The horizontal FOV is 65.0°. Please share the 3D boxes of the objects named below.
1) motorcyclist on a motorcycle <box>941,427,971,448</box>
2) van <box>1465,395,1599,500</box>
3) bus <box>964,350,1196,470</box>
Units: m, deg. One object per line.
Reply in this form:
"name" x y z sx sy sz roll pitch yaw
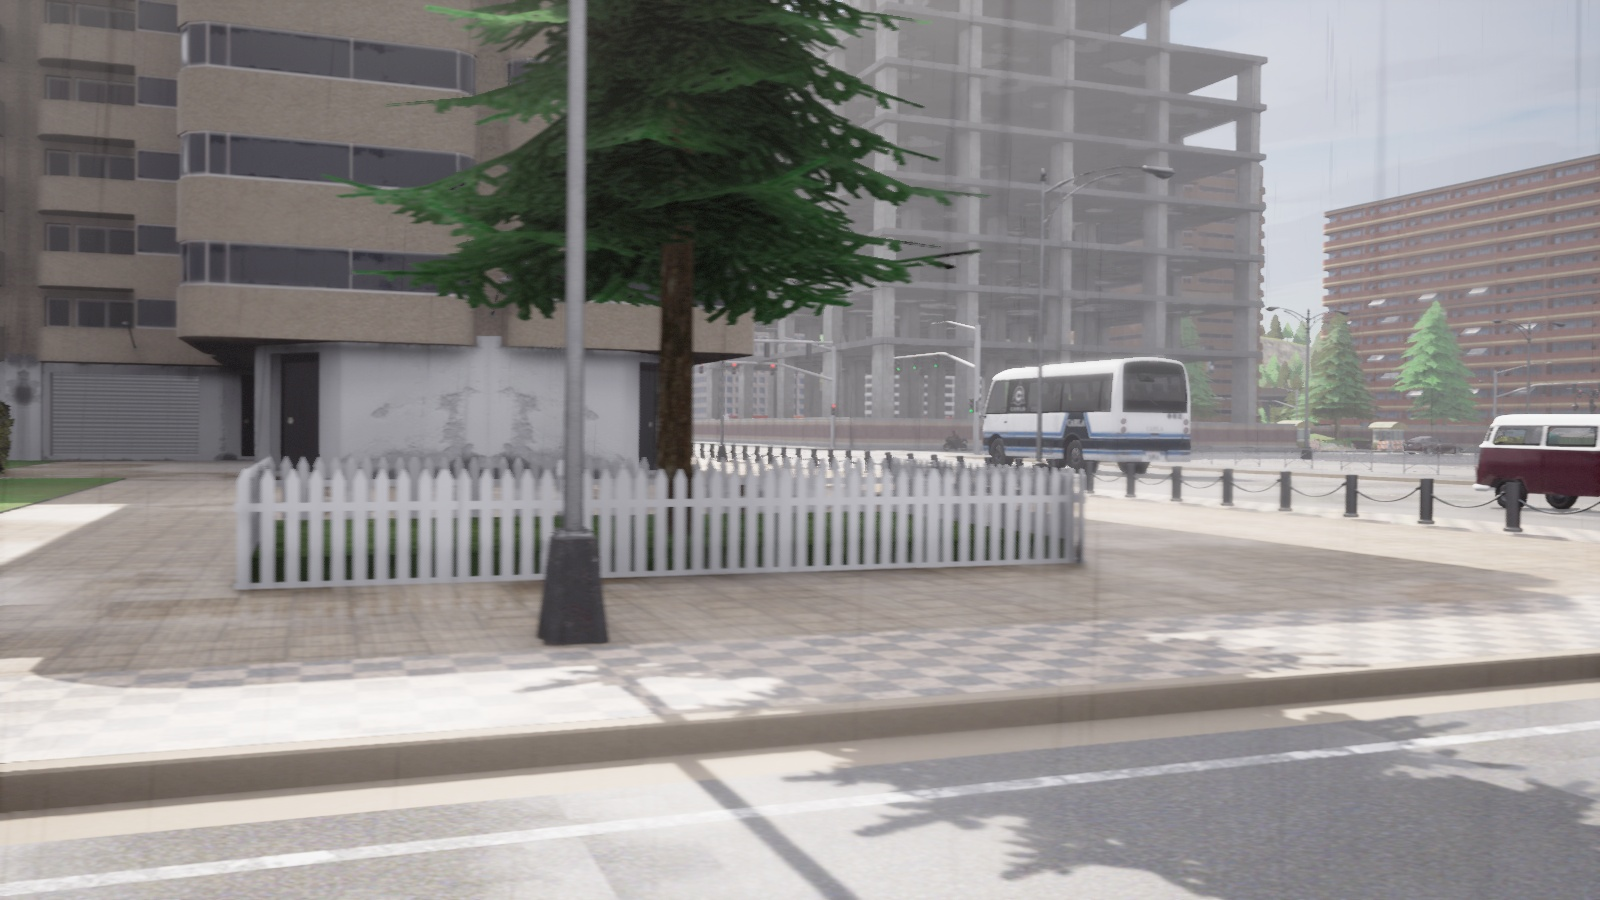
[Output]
"motorcyclist on a motorcycle" 11.454 -0.901 92.275 2.044 1.523 0.797 -1 1 -21
"van" 16.252 -0.071 25.632 2.069 2.038 4.480 -1 1 -21
"bus" 10.718 -1.505 49.812 3.944 4.253 10.273 -1 1 -21
